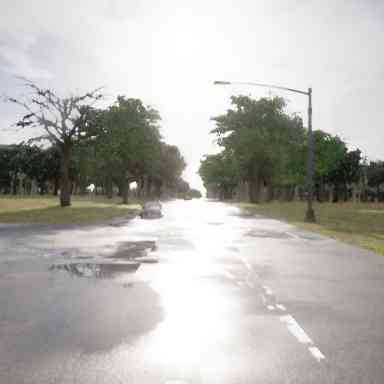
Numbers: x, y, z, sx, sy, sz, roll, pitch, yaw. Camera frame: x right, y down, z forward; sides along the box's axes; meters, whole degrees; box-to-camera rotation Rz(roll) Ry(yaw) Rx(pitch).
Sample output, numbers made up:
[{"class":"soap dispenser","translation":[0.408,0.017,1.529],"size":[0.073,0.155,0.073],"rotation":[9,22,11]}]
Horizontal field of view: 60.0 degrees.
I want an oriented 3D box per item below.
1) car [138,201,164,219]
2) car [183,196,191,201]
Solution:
[{"class":"car","translation":[-3.579,1.572,30.252],"size":[1.812,1.442,4.674],"rotation":[0,0,0]},{"class":"car","translation":[-1.316,1.886,95.319],"size":[1.994,1.385,4.181],"rotation":[0,0,6]}]
